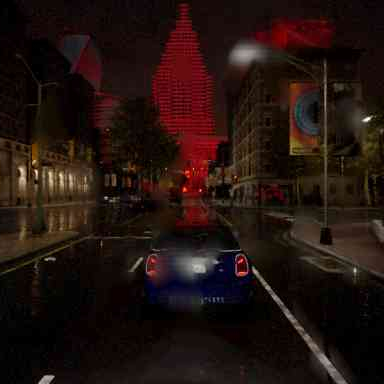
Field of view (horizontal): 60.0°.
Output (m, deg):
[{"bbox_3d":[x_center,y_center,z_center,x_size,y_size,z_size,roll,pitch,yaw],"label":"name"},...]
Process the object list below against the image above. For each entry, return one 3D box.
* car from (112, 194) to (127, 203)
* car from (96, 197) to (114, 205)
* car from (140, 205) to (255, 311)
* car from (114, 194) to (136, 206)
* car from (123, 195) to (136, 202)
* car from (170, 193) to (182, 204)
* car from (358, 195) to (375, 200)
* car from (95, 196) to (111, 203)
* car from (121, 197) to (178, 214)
[{"bbox_3d":[-14.729,1.352,68.050,2.097,1.767,4.553,0,0,0],"label":"car"},{"bbox_3d":[-14.846,1.547,57.940,2.033,1.411,5.357,0,0,1],"label":"car"},{"bbox_3d":[0.105,1.352,7.923,2.097,1.767,4.553,0,0,0],"label":"car"},{"bbox_3d":[-11.356,1.526,56.764,1.812,1.442,4.674,0,0,0],"label":"car"},{"bbox_3d":[-14.686,1.525,78.451,2.128,1.511,4.902,0,0,0],"label":"car"},{"bbox_3d":[-3.138,1.221,63.622,2.150,2.045,5.566,0,0,0],"label":"car"},{"bbox_3d":[34.720,1.481,68.626,2.231,1.521,4.892,0,0,0],"label":"car"},{"bbox_3d":[-17.980,1.595,67.444,1.895,1.301,4.718,0,0,0],"label":"car"},{"bbox_3d":[-4.481,1.547,35.693,5.357,1.411,2.033,0,0,-43],"label":"car"}]
